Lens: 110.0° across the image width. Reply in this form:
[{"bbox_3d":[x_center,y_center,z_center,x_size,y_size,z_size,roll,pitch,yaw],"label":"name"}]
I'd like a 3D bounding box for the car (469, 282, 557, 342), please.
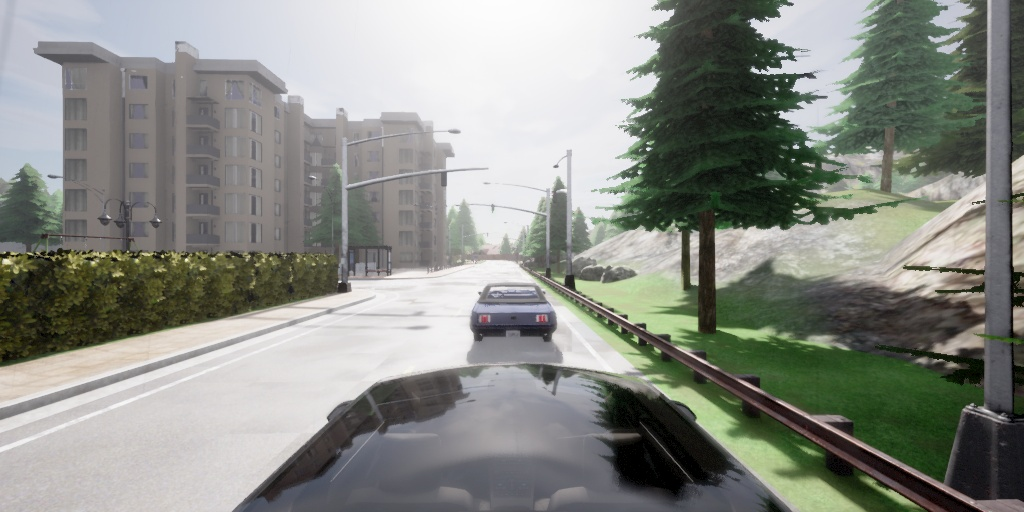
[{"bbox_3d":[0.002,1.351,9.773,1.895,1.301,4.718,0,0,-1],"label":"car"}]
